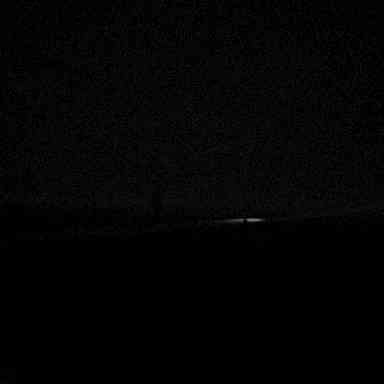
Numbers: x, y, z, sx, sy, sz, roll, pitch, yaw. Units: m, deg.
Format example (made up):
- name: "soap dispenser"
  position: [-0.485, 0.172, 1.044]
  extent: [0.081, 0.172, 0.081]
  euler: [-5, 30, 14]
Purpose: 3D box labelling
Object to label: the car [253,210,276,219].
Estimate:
- name: "car"
  position: [11.303, 3.446, 51.883]
  extent: [1.895, 1.301, 4.718]
  euler: [-1, -3, 35]
